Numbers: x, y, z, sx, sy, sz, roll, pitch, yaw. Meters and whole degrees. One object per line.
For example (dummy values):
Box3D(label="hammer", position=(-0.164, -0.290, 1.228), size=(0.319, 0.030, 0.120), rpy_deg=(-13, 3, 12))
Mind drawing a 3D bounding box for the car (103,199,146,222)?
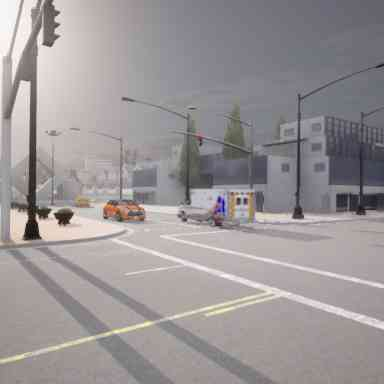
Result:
Box3D(label="car", position=(-5.472, 1.355, 26.686), size=(2.097, 1.767, 4.553), rpy_deg=(1, 0, -35))

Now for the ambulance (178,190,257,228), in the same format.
Box3D(label="ambulance", position=(1.449, 1.078, 23.047), size=(2.351, 2.431, 6.366), rpy_deg=(1, 0, -35))

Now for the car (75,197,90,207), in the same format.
Box3D(label="car", position=(-16.820, 1.505, 51.028), size=(1.882, 1.535, 5.008), rpy_deg=(1, 0, -21))
